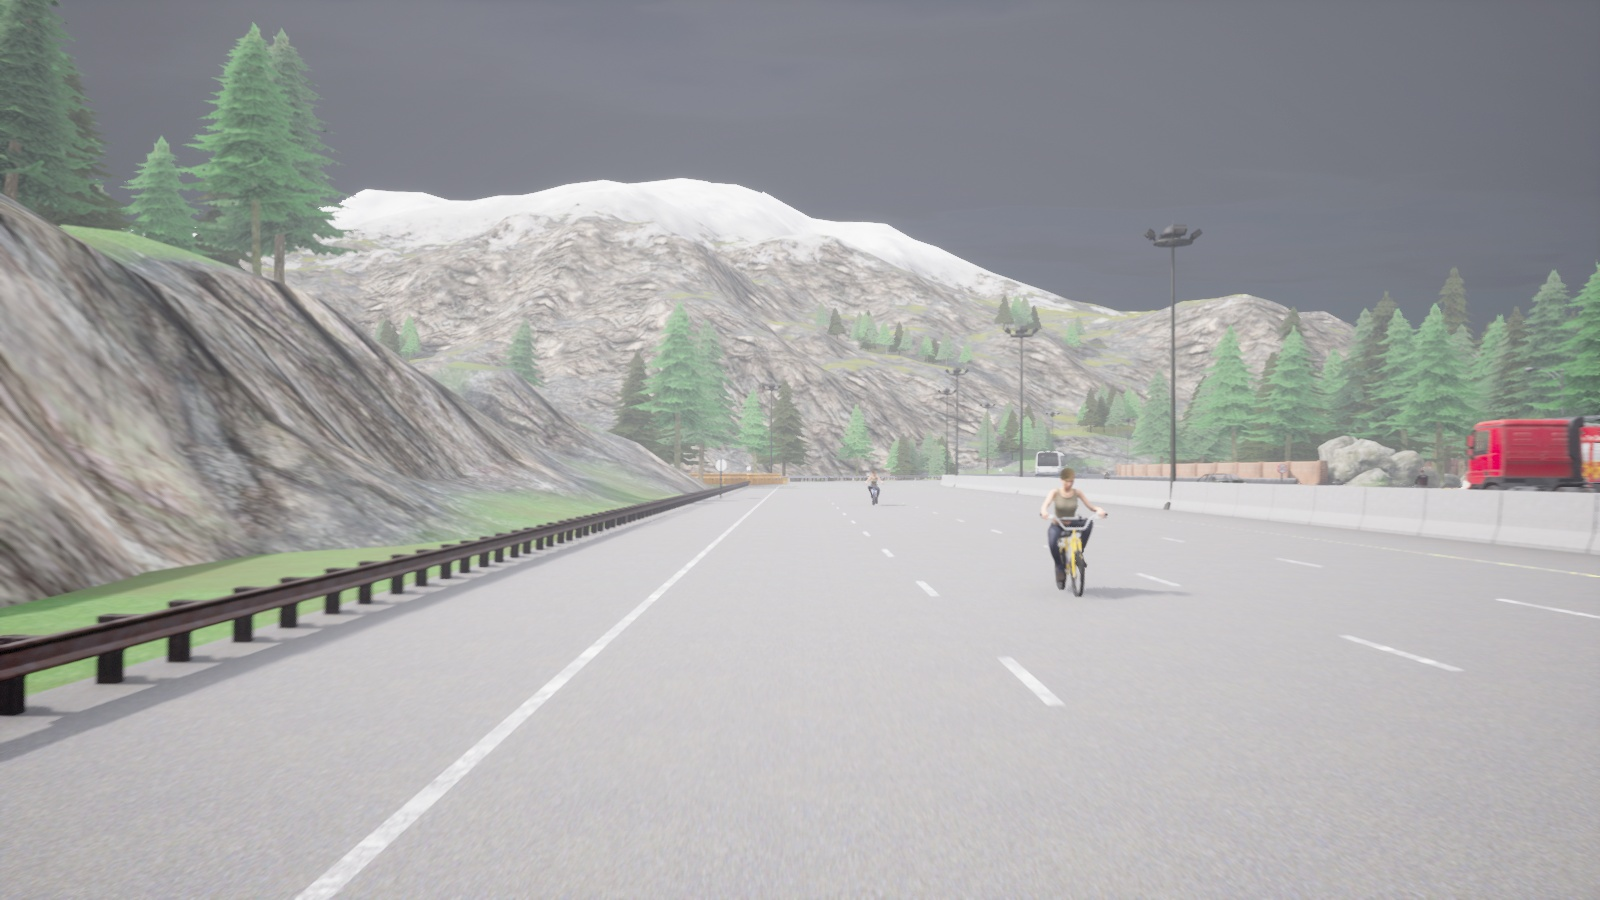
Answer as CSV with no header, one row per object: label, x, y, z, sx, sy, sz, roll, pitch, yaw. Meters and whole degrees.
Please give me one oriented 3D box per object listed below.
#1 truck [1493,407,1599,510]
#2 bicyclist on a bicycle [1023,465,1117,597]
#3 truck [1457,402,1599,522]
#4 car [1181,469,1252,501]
truck,31.374,0.358,49.976,2.891,3.827,8.468,0,-1,0
bicyclist on a bicycle,3.455,1.008,16.221,0.866,1.612,1.509,0,-1,0
truck,24.399,0.399,39.825,2.891,3.462,7.936,0,-1,0
car,20.847,1.730,63.046,2.007,1.525,4.514,0,-1,0
